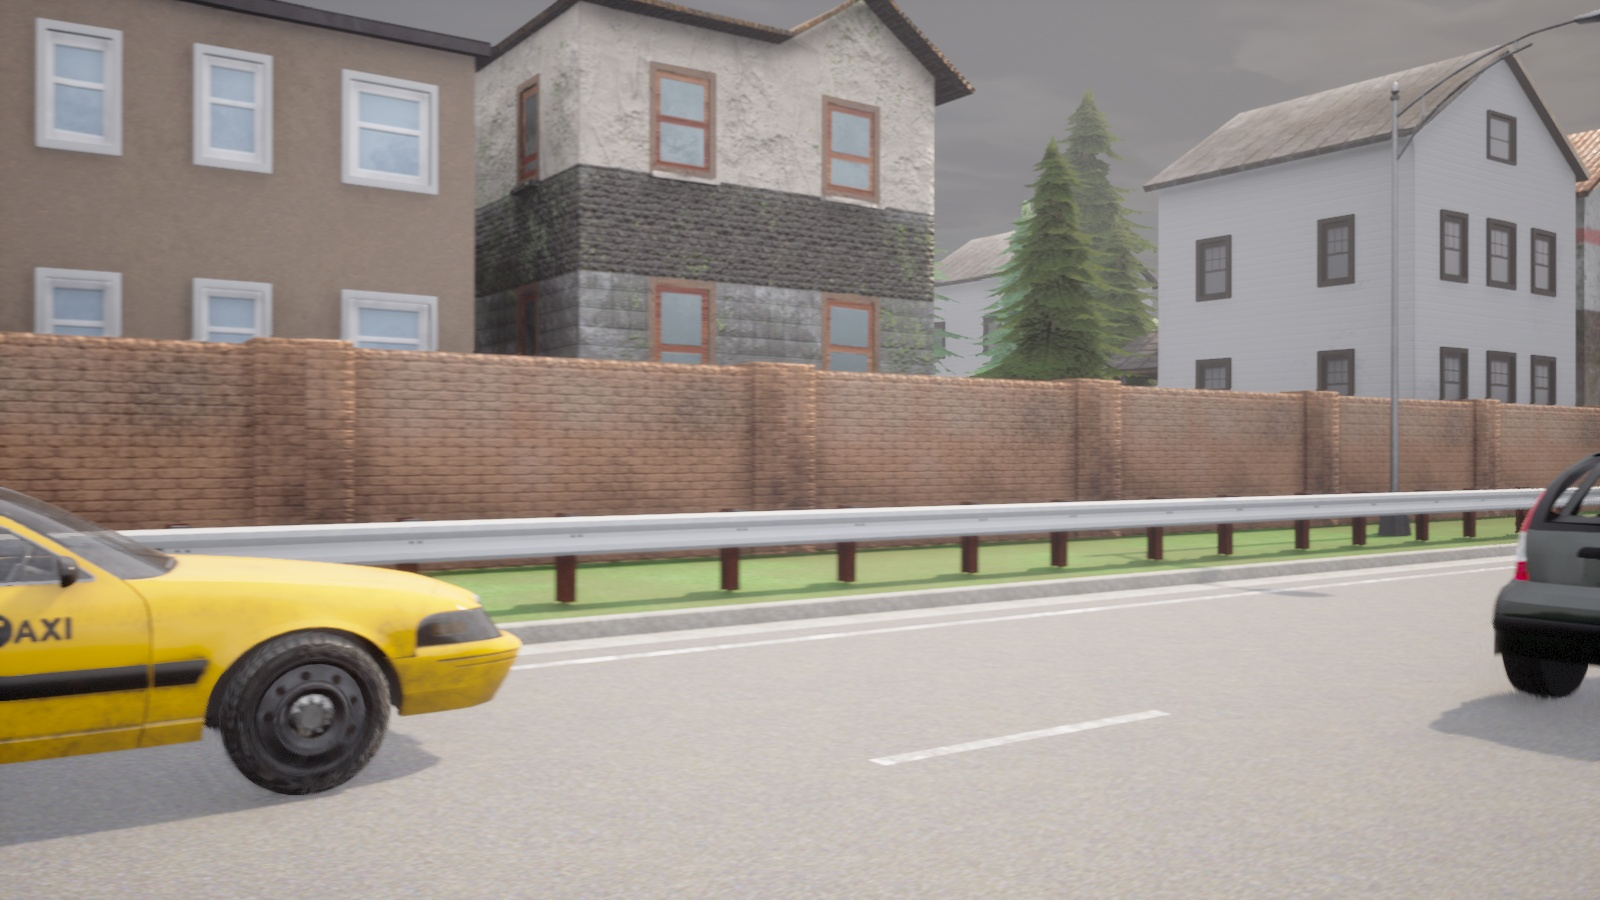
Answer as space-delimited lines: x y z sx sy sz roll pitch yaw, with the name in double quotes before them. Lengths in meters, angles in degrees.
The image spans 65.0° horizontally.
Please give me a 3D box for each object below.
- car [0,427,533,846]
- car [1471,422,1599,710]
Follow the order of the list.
"car" -3.981 0.705 5.153 5.366 1.575 1.801 0 0 -35
"car" 6.241 0.649 8.003 3.988 1.617 1.851 0 0 -35
